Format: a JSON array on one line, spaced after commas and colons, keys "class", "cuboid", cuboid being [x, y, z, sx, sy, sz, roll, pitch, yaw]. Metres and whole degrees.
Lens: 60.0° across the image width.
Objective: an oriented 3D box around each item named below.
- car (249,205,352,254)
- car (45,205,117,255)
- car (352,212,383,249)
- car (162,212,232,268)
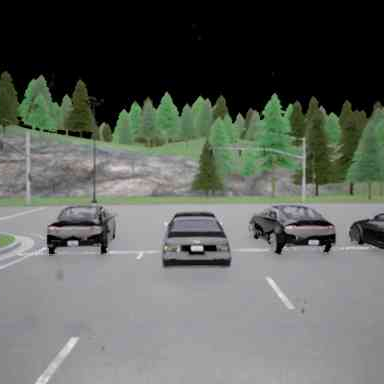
[{"class": "car", "cuboid": [3.451, 1.222, 12.247, 2.128, 1.511, 4.902, 0, 1, -3]}, {"class": "car", "cuboid": [-3.870, 1.228, 12.112, 2.128, 1.511, 4.902, 0, 1, -9]}, {"class": "car", "cuboid": [7.115, 1.314, 11.222, 1.994, 1.385, 4.181, 0, 1, -1]}, {"class": "car", "cuboid": [0.073, 1.320, 10.336, 2.033, 1.411, 5.357, 0, 1, -1]}]
